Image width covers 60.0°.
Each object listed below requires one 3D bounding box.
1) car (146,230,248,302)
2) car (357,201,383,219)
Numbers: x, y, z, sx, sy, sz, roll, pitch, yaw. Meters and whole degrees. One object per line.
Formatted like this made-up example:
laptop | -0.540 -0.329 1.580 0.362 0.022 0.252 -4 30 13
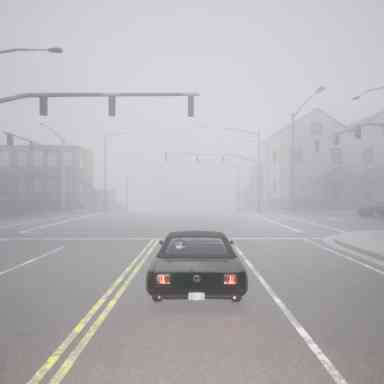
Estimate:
car | 0.106 1.601 8.234 1.895 1.301 4.718 0 0 0
car | 16.672 1.478 28.200 5.008 1.535 1.882 0 0 -1
